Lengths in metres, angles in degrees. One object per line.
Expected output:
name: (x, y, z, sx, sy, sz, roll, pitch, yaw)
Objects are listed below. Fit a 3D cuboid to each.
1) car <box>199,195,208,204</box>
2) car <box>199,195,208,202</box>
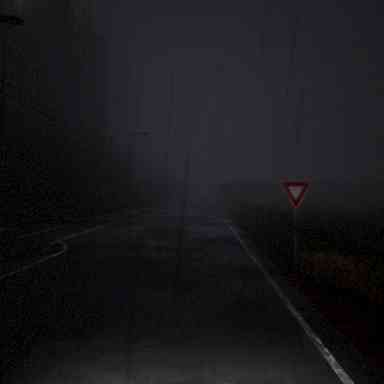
car: (2.169, 1.547, 62.513, 2.033, 1.411, 5.357, 0, 0, 2)
car: (2.547, 1.482, 73.125, 1.812, 1.442, 4.674, 0, 0, 2)
